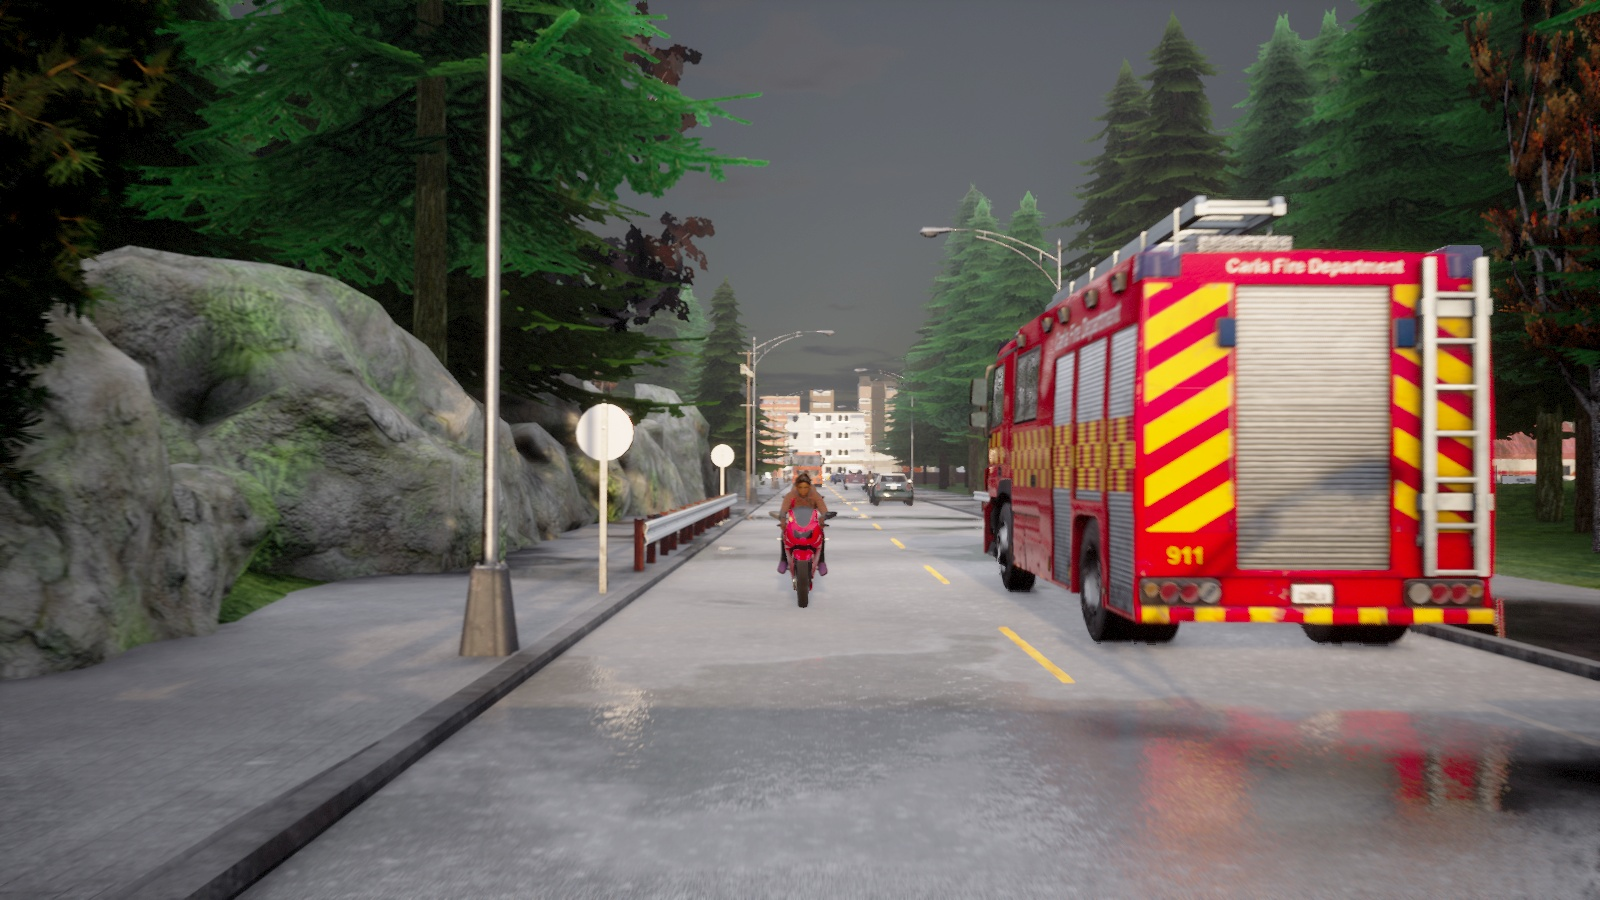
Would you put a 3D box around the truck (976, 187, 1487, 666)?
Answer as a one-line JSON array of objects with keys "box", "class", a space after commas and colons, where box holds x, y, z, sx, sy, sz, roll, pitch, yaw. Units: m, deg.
[{"box": [4.045, -0.126, 14.287, 2.891, 3.827, 8.468, 0, -1, 0], "class": "truck"}]

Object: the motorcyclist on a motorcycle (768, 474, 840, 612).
[{"box": [0.051, 1.047, 14.941, 0.797, 1.523, 2.044, 0, -1, 0], "class": "motorcyclist on a motorcycle"}]

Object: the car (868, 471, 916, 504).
[{"box": [4.294, 1.753, 59.124, 1.970, 1.475, 3.806, 0, -1, 0], "class": "car"}]
